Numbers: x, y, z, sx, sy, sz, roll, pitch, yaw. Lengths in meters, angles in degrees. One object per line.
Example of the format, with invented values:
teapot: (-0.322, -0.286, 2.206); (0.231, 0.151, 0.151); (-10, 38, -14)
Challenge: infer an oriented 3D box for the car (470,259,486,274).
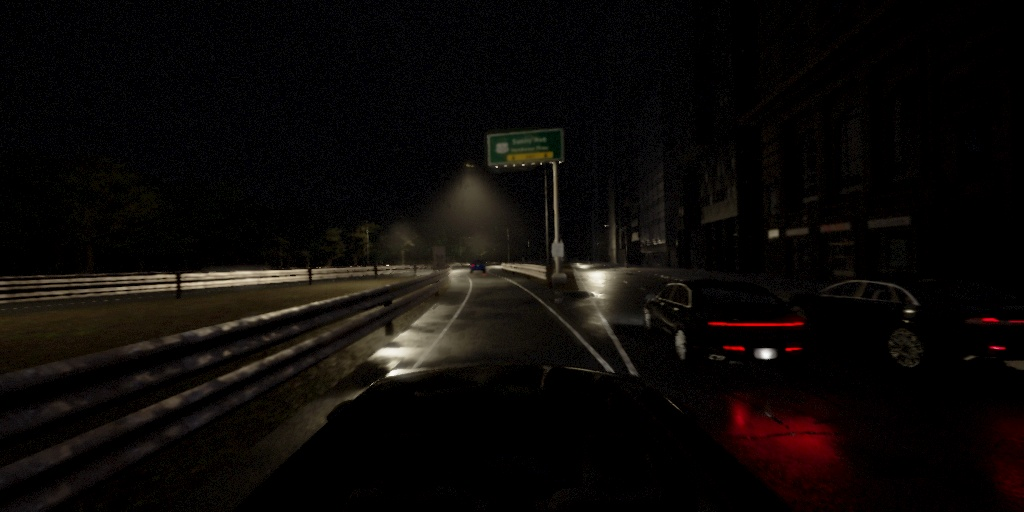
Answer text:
car: (-5.074, 1.553, 53.570); (2.150, 2.045, 5.566); (-1, -1, -7)

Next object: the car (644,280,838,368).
car: (4.216, 1.251, 7.838); (1.837, 1.490, 4.892); (-2, -1, 9)

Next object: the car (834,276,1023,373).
car: (7.665, 1.146, 7.235); (2.128, 1.511, 4.902); (-2, -1, 9)
